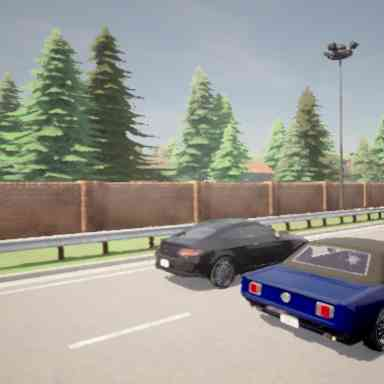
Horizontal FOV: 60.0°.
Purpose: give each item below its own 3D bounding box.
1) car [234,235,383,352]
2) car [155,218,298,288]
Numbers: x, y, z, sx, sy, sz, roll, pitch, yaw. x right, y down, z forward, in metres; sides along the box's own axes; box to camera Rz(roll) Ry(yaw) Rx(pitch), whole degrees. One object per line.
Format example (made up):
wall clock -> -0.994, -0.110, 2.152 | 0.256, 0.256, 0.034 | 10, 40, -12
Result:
car -> 3.197, 1.504, 6.028 | 4.718, 1.301, 1.895 | -1, 1, -35
car -> 1.250, 1.426, 8.942 | 4.674, 1.442, 1.812 | -1, 1, -36
